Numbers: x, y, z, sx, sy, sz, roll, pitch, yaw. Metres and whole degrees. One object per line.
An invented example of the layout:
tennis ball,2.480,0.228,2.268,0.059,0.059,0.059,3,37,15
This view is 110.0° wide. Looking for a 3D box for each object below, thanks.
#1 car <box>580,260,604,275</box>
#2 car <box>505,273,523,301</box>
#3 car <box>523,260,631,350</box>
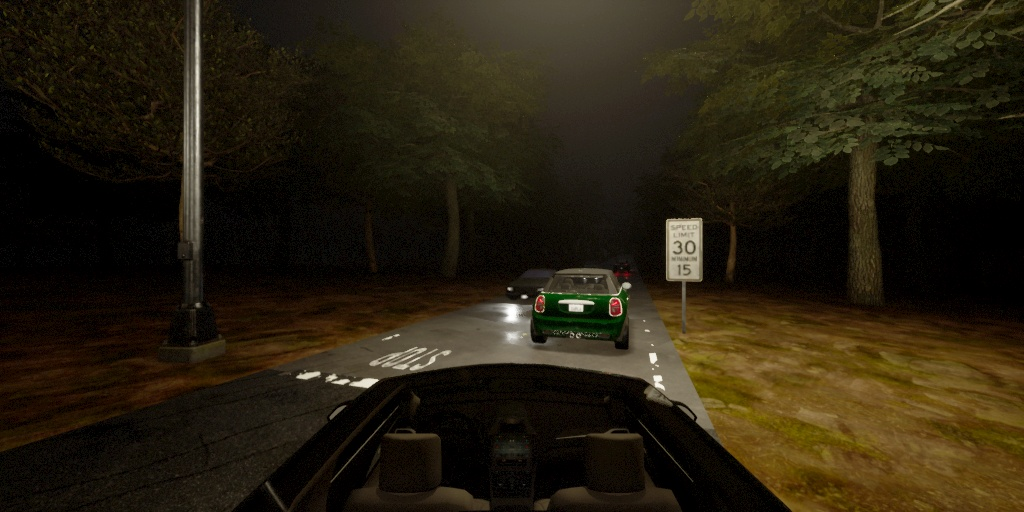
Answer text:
car,9.138,1.238,40.559,2.033,1.411,5.357,0,0,19
car,1.346,1.299,17.330,2.033,1.411,5.357,0,0,18
car,2.003,1.103,9.473,2.097,1.767,4.553,0,0,18
